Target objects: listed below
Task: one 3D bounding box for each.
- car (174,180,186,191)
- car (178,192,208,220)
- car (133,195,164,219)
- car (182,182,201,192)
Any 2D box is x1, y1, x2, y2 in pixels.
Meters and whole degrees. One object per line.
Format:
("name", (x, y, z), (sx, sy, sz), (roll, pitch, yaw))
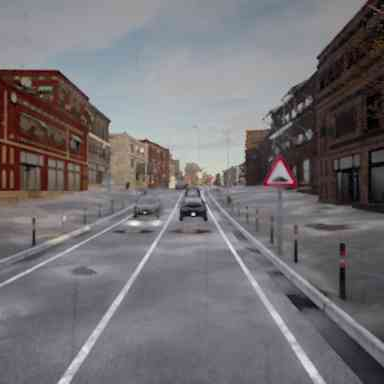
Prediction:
("car", (-2.174, -1.317, 66.442), (2.150, 2.045, 5.566), (0, 2, 5))
("car", (0.085, 1.056, 23.485), (1.837, 1.490, 4.892), (0, 2, 0))
("car", (-3.109, 1.021, 24.318), (1.837, 1.490, 4.892), (0, 2, 0))
("car", (0.085, 0.019, 41.638), (2.033, 1.649, 4.856), (0, 4, 0))
